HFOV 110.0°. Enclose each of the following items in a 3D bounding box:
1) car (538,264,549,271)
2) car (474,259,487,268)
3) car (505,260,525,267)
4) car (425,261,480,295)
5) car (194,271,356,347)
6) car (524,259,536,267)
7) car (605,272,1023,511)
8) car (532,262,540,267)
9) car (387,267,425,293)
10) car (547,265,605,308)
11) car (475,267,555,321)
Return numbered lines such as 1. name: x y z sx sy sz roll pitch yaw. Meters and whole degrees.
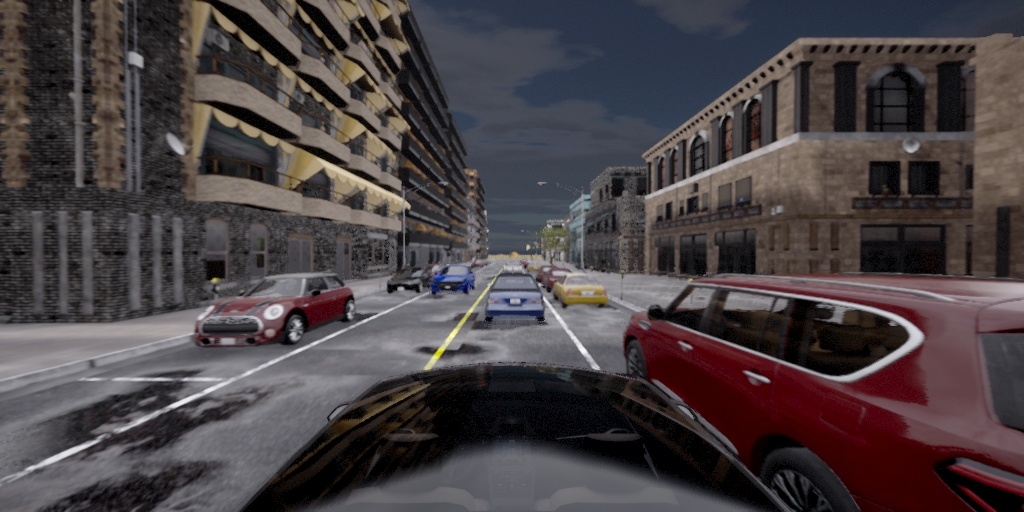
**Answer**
1. car: 2.692 1.326 20.513 1.802 1.307 4.207 0 0 0
2. car: -5.685 1.283 60.285 1.888 1.381 4.507 0 0 0
3. car: 0.106 1.341 39.141 1.895 1.301 4.718 0 0 0
4. car: -3.096 1.221 19.721 1.882 1.535 5.008 0 0 0
5. car: -5.696 1.187 9.187 1.967 1.591 4.097 0 0 0
6. car: 2.694 1.264 43.393 1.751 1.417 4.829 0 0 0
7. car: 2.690 1.064 3.481 2.192 1.841 5.009 0 0 0
8. car: 2.692 1.324 26.191 1.802 1.307 4.207 0 0 0
9. car: -5.689 1.310 20.542 1.948 1.339 4.313 0 0 0
10. car: 2.691 1.271 15.006 1.751 1.417 4.829 0 0 0
11. car: 0.093 1.294 12.454 2.033 1.411 5.357 0 0 0
